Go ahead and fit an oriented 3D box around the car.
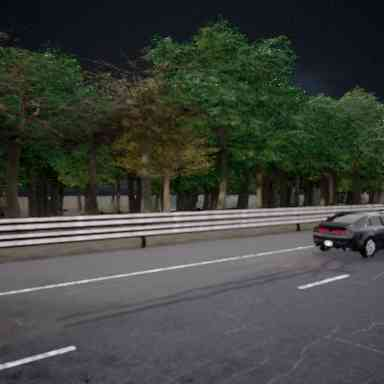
[{"bbox_3d":[6.683,1.538,12.855,4.892,1.490,1.837,1,0,-35],"label":"car"}]
